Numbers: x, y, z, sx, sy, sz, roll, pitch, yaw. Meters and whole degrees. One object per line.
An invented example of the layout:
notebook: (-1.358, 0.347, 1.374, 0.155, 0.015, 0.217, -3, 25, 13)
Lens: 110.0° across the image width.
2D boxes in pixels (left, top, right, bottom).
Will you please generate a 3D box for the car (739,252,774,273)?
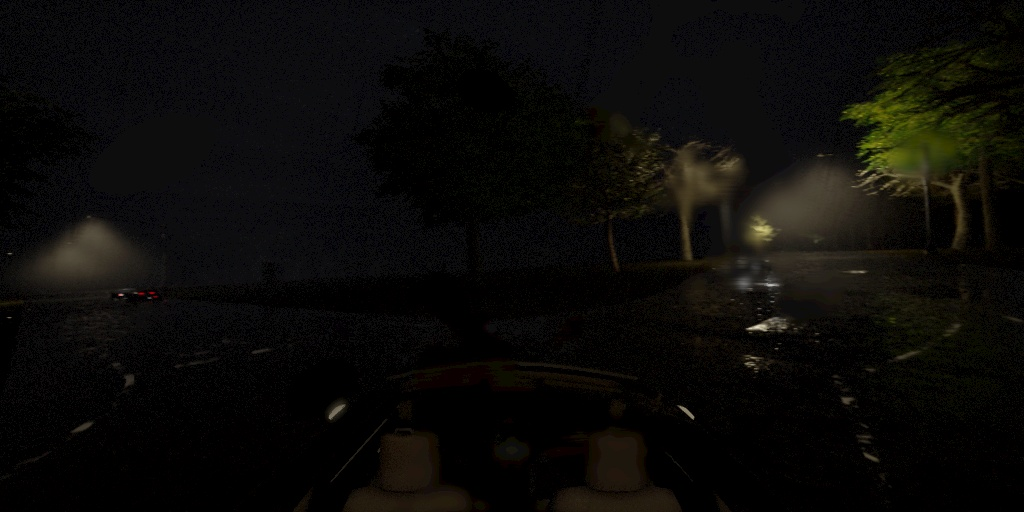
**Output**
car: (17.167, 0.424, 25.151, 1.895, 1.301, 4.718, -3, 0, 36)

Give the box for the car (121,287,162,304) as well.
car: (-34.245, 3.640, 33.380, 4.902, 1.511, 2.128, -4, -2, 36)

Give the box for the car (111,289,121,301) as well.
car: (-42.649, 4.244, 39.580, 4.718, 1.301, 1.895, -3, -2, 36)
